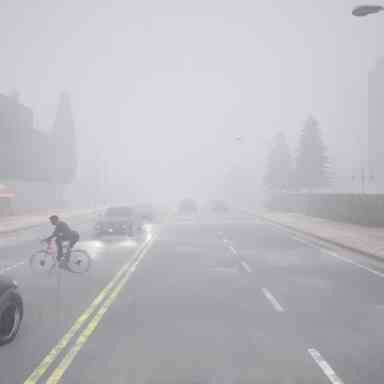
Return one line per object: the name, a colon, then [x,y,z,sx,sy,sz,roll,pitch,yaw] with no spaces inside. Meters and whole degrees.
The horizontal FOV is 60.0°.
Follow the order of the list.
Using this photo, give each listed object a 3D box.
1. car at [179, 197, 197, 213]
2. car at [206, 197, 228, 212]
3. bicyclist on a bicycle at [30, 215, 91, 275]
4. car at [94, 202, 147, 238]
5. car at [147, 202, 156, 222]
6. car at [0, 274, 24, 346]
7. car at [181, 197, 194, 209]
car: [-0.435,1.492,37.663,2.128,1.511,4.902,0,0,-1]
car: [3.076,1.547,38.620,2.033,1.411,5.357,0,0,-1]
bicyclist on a bicycle: [-3.570,1.453,9.020,1.656,1.620,0.582,-1,0,-1]
car: [-3.829,1.501,17.924,1.837,1.490,4.892,0,1,-1]
car: [-3.847,1.537,26.052,1.812,1.442,4.674,0,0,-1]
car: [-3.619,1.563,3.516,1.994,1.385,4.181,0,0,0]
car: [-0.619,1.505,47.701,1.837,1.490,4.892,0,0,0]
